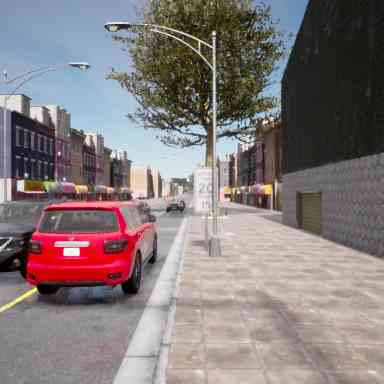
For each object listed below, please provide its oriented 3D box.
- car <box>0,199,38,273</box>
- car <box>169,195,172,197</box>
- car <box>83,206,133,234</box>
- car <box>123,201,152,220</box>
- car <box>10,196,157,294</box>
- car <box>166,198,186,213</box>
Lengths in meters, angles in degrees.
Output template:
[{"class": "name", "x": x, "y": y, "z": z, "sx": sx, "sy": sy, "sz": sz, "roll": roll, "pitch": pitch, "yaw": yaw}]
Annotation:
[{"class": "car", "x": -5.105, "y": 1.266, "z": 10.532, "sx": 2.150, "sy": 2.045, "sz": 5.566, "roll": 0, "pitch": 0, "yaw": 0}, {"class": "car", "x": -1.933, "y": 1.661, "z": 49.602, "sx": 2.128, "sy": 1.511, "sz": 4.902, "roll": 0, "pitch": 0, "yaw": 1}, {"class": "car", "x": -5.013, "y": 1.644, "z": 20.429, "sx": 1.994, "sy": 1.385, "sz": 4.181, "roll": 0, "pitch": 0, "yaw": 1}, {"class": "car", "x": -4.927, "y": 1.622, "z": 30.596, "sx": 1.837, "sy": 1.490, "sz": 4.892, "roll": 0, "pitch": 0, "yaw": 1}, {"class": "car", "x": -2.265, "y": 1.243, "z": 8.999, "sx": 2.150, "sy": 2.045, "sz": 5.566, "roll": 0, "pitch": 0, "yaw": 0}, {"class": "car", "x": -1.969, "y": 1.658, "z": 39.312, "sx": 1.812, "sy": 1.442, "sz": 4.674, "roll": 0, "pitch": 0, "yaw": 1}]
